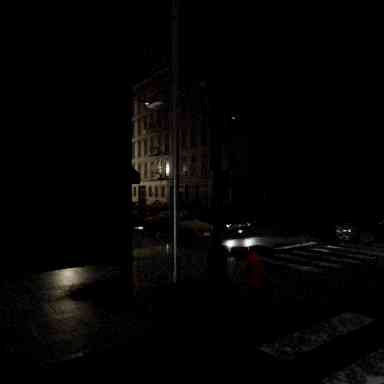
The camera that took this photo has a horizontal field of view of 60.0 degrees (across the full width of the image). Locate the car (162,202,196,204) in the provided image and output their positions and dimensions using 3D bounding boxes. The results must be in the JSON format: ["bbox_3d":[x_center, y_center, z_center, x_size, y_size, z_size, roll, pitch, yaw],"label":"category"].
[{"bbox_3d":[-0.573,1.566,30.319,1.947,1.339,4.313,0,0,-35],"label":"car"}]

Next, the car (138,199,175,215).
[{"bbox_3d":[-3.811,1.529,34.867,1.752,1.417,4.829,0,0,-35],"label":"car"}]

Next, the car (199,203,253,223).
[{"bbox_3d":[2.565,1.578,25.910,1.802,1.307,4.206,0,0,-35],"label":"car"}]

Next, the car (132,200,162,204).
[{"bbox_3d":[-4.771,1.517,26.755,2.128,1.511,4.902,0,0,-35],"label":"car"}]

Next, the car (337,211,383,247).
[{"bbox_3d":[8.780,1.498,14.075,4.892,1.490,1.837,0,4,12],"label":"car"}]

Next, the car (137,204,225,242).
[{"bbox_3d":[-0.741,1.555,16.715,1.752,1.417,4.829,0,0,-35],"label":"car"}]

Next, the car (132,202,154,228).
[{"bbox_3d":[-3.978,1.585,21.264,2.008,1.369,4.403,0,0,-35],"label":"car"}]

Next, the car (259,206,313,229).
[{"bbox_3d":[5.704,1.558,21.500,1.947,1.339,4.313,0,0,-35],"label":"car"}]

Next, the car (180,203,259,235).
[{"bbox_3d":[0.984,1.565,18.713,2.033,1.411,5.357,0,0,-32],"label":"car"}]
